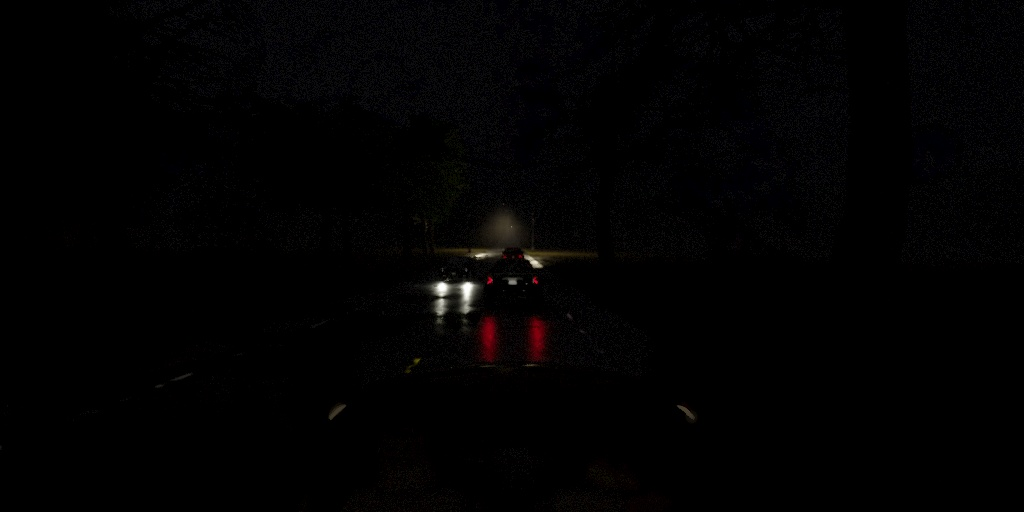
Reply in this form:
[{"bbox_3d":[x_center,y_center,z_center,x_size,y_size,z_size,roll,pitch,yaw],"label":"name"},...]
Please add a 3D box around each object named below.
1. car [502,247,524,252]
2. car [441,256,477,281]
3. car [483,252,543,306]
[{"bbox_3d":[0.104,0.069,37.978,2.150,2.045,5.566,0,2,0],"label":"car"},{"bbox_3d":[-3.539,0.745,24.369,1.882,1.535,5.008,0,1,1],"label":"car"},{"bbox_3d":[0.043,0.865,14.354,2.097,1.767,4.553,0,1,1],"label":"car"}]
